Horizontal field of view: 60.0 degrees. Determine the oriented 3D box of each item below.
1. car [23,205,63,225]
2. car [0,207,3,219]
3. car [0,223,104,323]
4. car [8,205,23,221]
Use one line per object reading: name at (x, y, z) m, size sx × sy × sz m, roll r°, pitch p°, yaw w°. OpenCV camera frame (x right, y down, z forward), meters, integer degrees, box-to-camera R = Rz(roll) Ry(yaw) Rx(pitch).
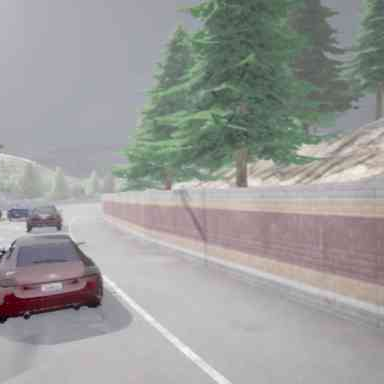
car at (-10.205, 1.678, 23.297) m, size 2.097 × 1.767 × 4.553 m, roll -1°, pitch 0°, yaw -20°
car at (-20.438, 1.829, 32.694) m, size 2.150 × 2.045 × 5.566 m, roll -1°, pitch 0°, yaw -15°
car at (-3.392, 1.672, 7.648) m, size 1.994 × 1.385 × 4.181 m, roll -1°, pitch 0°, yaw -27°
car at (-17.095, 2.005, 33.727) m, size 1.882 × 1.535 × 5.008 m, roll -1°, pitch 0°, yaw -15°
